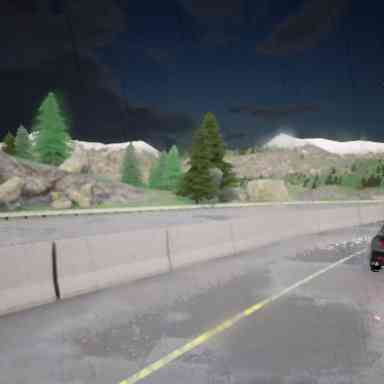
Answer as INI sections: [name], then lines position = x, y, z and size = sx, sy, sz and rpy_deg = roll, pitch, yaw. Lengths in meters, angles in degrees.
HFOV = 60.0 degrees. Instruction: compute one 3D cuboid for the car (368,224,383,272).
[car]
position = 6.711, 1.495, 9.938
size = 1.837, 1.490, 4.892
rpy_deg = 0, 0, 41
